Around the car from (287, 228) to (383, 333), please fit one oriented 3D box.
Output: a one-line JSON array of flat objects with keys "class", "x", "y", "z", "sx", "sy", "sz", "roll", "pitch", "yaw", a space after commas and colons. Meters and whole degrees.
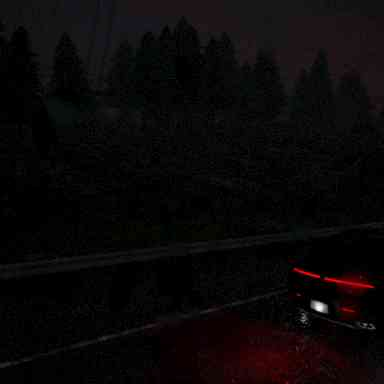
[{"class": "car", "x": 3.913, "y": 1.450, "z": 6.336, "sx": 4.892, "sy": 1.490, "sz": 1.837, "roll": -1, "pitch": 0, "yaw": -34}]
